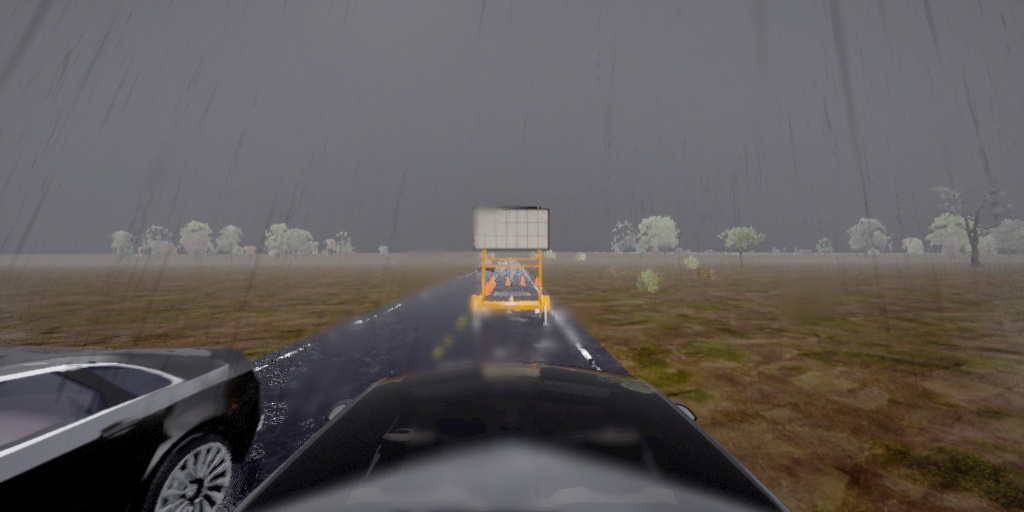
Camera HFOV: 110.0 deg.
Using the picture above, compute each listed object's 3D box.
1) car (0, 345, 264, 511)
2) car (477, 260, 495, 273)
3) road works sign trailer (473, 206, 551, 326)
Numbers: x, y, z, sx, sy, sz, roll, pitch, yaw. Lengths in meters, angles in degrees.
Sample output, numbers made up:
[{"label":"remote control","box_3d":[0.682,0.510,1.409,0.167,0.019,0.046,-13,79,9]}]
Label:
[{"label":"car","box_3d":[-3.101,1.242,1.112,2.128,1.511,4.902,0,0,0]},{"label":"car","box_3d":[-3.096,1.193,43.036,1.882,1.535,5.008,0,0,0]},{"label":"road works sign trailer","box_3d":[-0.001,0.206,11.611,2.380,3.560,2.880,0,0,0]}]
